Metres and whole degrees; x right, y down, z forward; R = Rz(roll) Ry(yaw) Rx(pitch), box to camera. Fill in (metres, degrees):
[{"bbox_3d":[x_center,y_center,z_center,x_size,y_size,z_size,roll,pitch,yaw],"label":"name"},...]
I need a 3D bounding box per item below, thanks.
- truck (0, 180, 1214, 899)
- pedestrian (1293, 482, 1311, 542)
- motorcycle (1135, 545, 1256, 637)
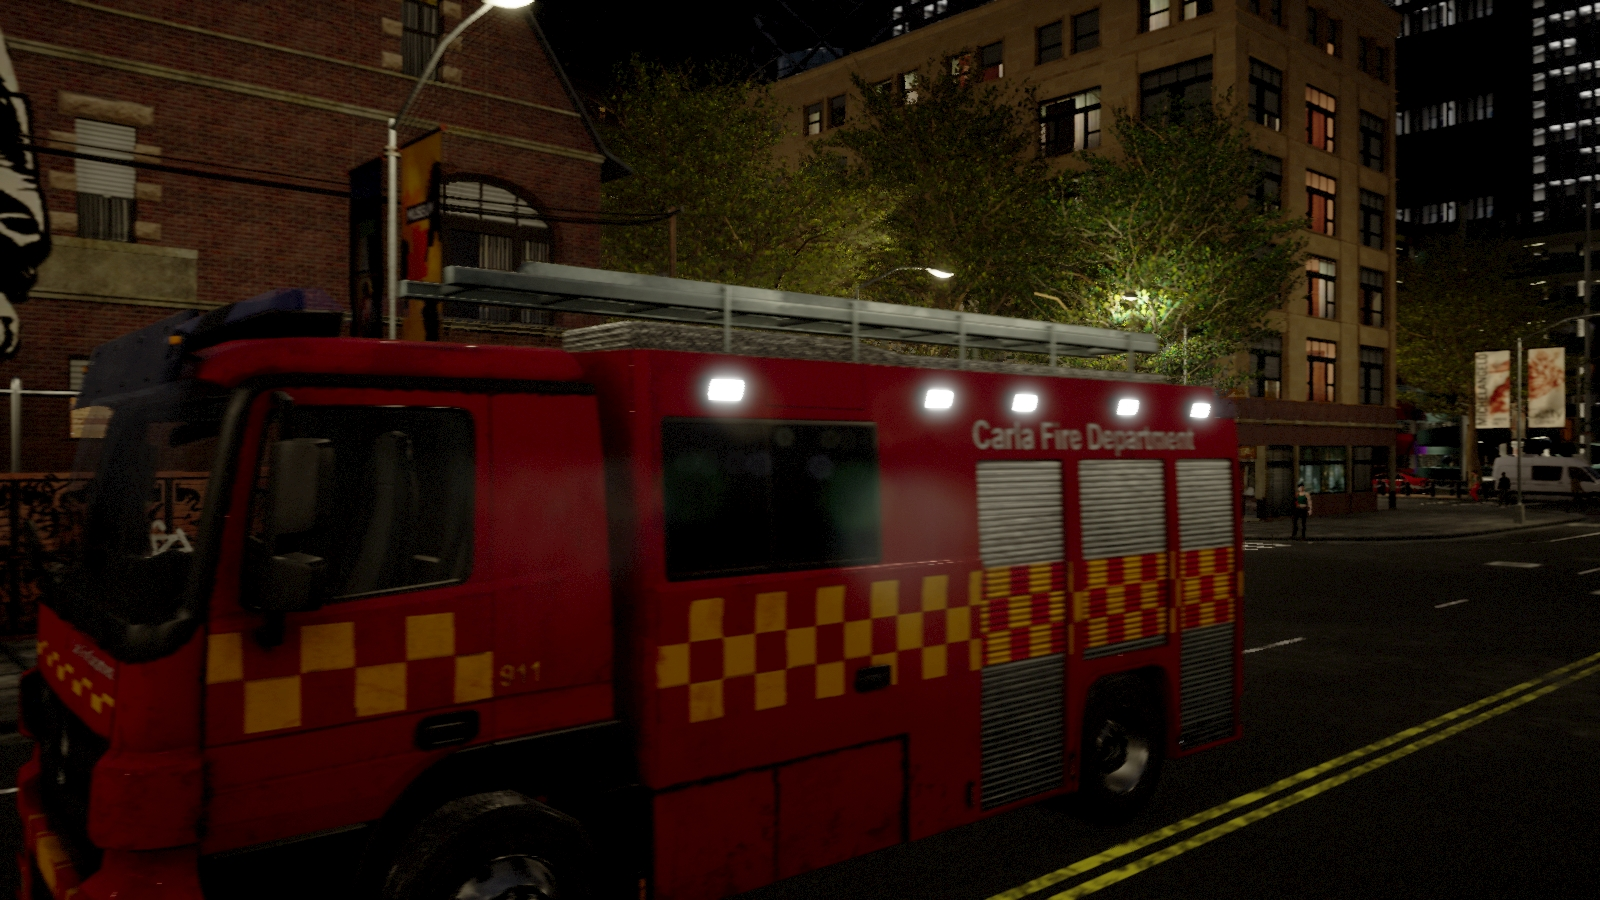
[{"bbox_3d":[-0.656,0.913,8.089,8.468,3.827,2.891,0,0,-40],"label":"truck"},{"bbox_3d":[15.748,1.928,35.830,0.375,1.860,0.375,0,0,-42],"label":"pedestrian"},{"bbox_3d":[6.453,2.248,18.578,2.209,1.251,0.867,0,0,-41],"label":"motorcycle"}]
